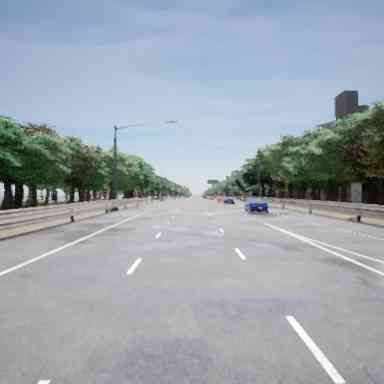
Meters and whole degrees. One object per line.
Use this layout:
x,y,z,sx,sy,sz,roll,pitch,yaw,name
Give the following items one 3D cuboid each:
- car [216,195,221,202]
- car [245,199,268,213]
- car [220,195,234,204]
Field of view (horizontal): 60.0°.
7.182,1.617,82.074,2.097,1.767,4.553,0,-1,0,car
7.014,1.491,36.491,1.882,1.535,5.008,0,0,0,car
7.091,1.631,64.947,1.812,1.442,4.674,0,0,0,car
